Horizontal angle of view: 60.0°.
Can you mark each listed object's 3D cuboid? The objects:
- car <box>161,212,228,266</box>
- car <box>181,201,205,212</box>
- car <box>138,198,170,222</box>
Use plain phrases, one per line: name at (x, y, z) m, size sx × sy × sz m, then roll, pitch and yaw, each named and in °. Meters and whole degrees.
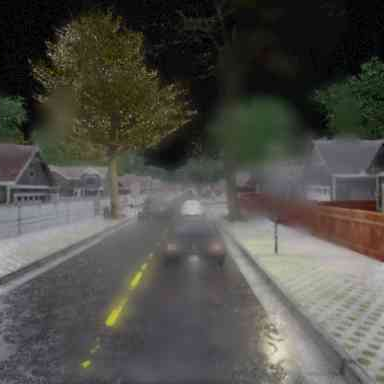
car at (0.085, 1.578, 11.416) m, size 1.895 × 1.301 × 4.718 m, roll 0°, pitch 0°, yaw 0°
car at (0.078, 1.468, 27.709) m, size 1.812 × 1.442 × 4.674 m, roll 0°, pitch 0°, yaw 0°
car at (-2.855, 1.298, 25.991) m, size 2.097 × 1.767 × 4.553 m, roll 0°, pitch 0°, yaw 0°
